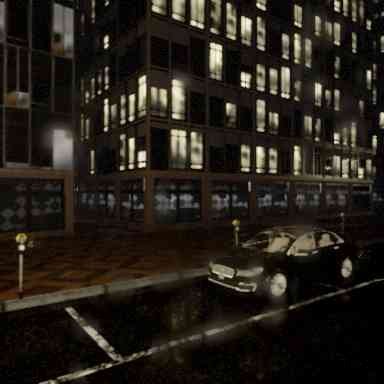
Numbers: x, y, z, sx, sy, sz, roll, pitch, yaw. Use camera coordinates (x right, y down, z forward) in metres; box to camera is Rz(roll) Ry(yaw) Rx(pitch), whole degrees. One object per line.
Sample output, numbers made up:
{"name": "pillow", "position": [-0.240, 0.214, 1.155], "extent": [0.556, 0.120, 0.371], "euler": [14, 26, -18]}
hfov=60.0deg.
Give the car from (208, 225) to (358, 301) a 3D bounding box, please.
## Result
{"name": "car", "position": [2.401, 1.550, 8.271], "extent": [4.403, 1.369, 2.008], "euler": [0, 0, -36]}
